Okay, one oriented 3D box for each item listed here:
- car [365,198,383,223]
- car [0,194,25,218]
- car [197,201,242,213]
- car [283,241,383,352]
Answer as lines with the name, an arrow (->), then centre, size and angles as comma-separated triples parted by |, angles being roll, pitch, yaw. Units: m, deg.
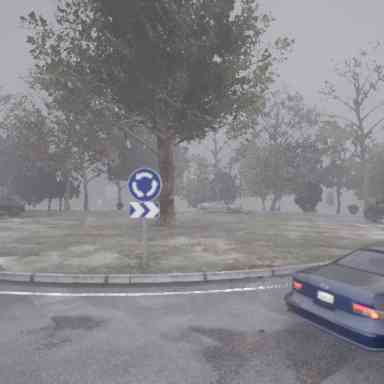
car -> 13.907, 1.218, 22.173 | 2.150, 2.045, 5.566 | 1, 0, -1
car -> -16.788, 1.217, 27.658 | 2.150, 2.045, 5.566 | -1, 0, 26
car -> 2.969, 1.594, 36.171 | 4.718, 1.301, 1.895 | 0, 0, 21
car -> 4.189, 1.546, 5.773 | 5.357, 1.411, 2.033 | 0, 0, -24
